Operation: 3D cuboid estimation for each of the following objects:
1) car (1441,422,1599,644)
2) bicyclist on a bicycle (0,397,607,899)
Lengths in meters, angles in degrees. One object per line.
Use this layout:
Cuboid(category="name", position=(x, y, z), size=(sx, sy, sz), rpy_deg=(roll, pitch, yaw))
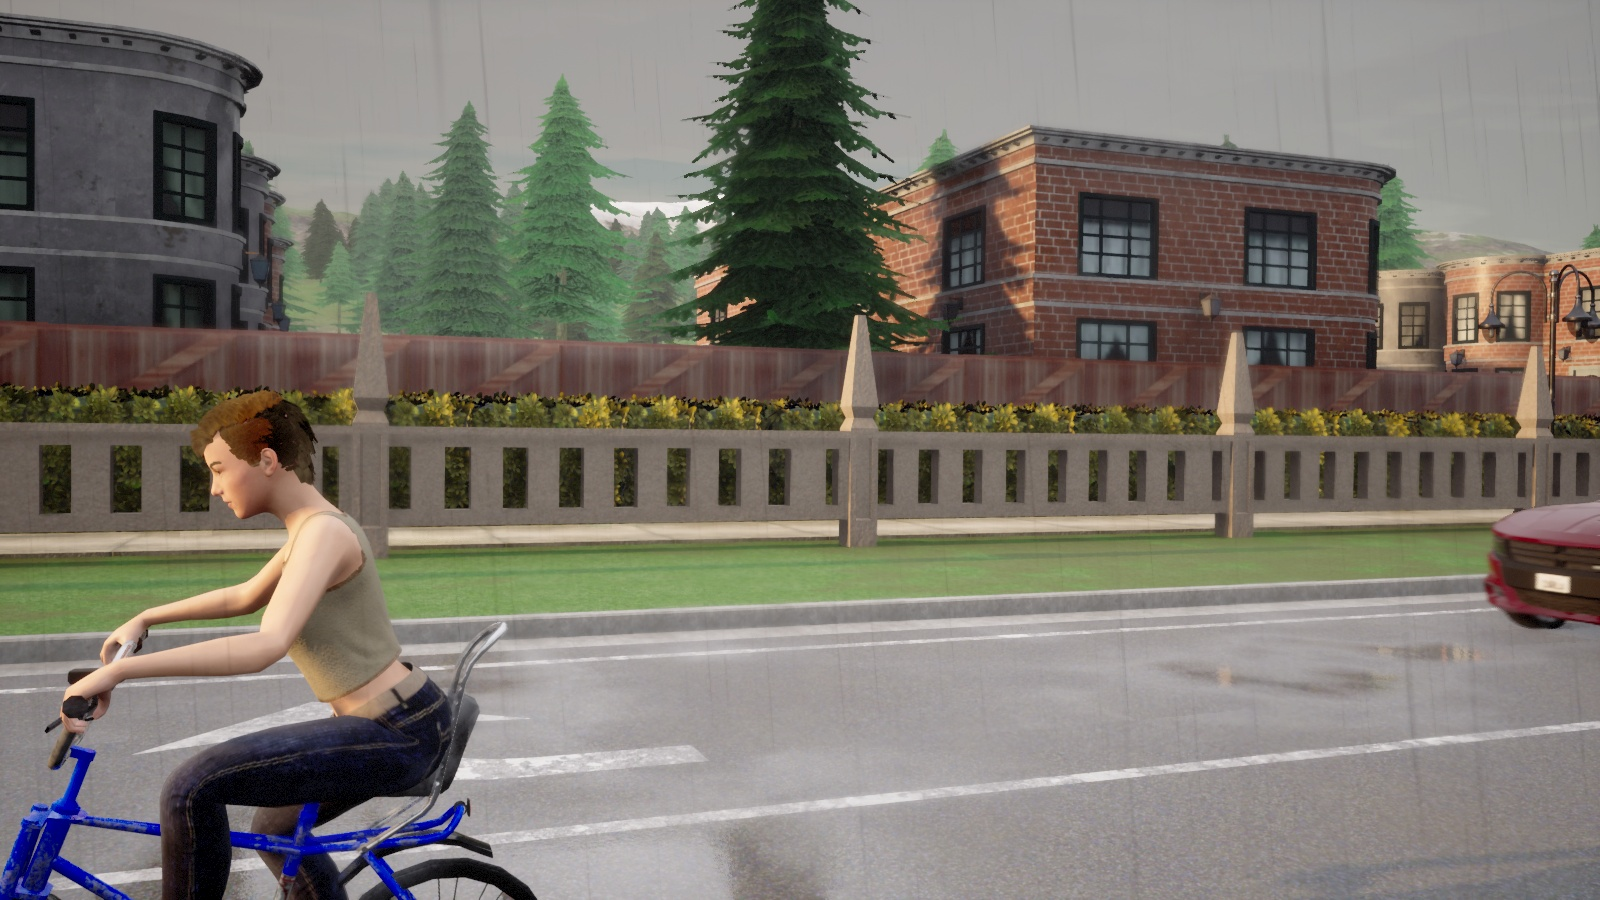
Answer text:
Cuboid(category="car", position=(7.731, 0.531, 9.919), size=(5.008, 1.535, 1.882), rpy_deg=(-1, 1, -21))
Cuboid(category="bicyclist on a bicycle", position=(-1.262, 0.703, 2.754), size=(1.509, 1.612, 0.866), rpy_deg=(-1, 1, -20))
